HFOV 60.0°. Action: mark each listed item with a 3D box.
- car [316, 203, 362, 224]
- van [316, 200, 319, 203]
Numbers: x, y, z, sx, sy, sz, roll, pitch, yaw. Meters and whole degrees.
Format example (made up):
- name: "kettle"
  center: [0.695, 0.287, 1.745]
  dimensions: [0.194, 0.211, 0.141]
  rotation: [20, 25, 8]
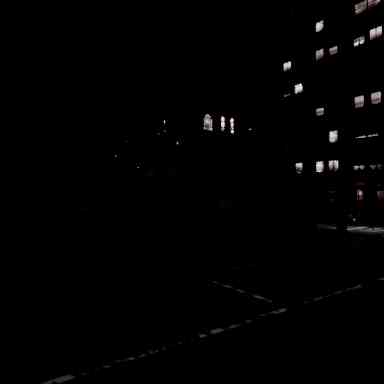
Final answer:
- name: "car"
  center: [11.123, 1.838, 27.203]
  dimensions: [1.895, 1.301, 4.718]
  rotation: [0, -1, -35]
- name: "van"
  center: [10.558, 1.646, 32.580]
  dimensions: [1.690, 1.788, 3.998]
  rotation: [-1, 0, -36]
